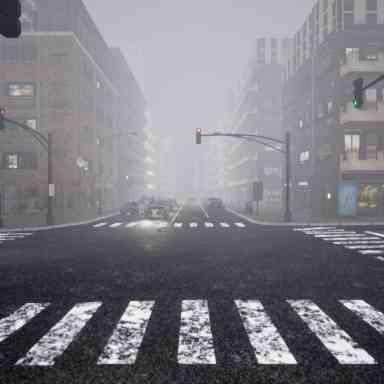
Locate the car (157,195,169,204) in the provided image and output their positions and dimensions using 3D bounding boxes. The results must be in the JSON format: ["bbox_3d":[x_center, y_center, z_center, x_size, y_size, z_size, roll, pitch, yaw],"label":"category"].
[{"bbox_3d":[-5.788,1.465,66.308,1.967,1.590,4.097,0,0,0],"label":"car"}]

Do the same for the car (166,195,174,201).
[{"bbox_3d":[-5.823,1.595,89.037,2.008,1.369,4.403,0,0,0],"label":"car"}]

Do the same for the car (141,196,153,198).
[{"bbox_3d":[-5.746,1.534,37.725,1.752,1.417,4.829,0,0,0],"label":"car"}]

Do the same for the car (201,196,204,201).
[{"bbox_3d":[2.626,1.451,43.592,1.967,1.590,4.097,0,0,0],"label":"car"}]

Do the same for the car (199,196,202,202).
[{"bbox_3d":[2.609,1.599,54.957,1.802,1.307,4.206,0,0,0],"label":"car"}]

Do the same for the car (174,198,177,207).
[{"bbox_3d":[-3.158,1.610,39.946,1.895,1.301,4.718,0,0,0],"label":"car"}]

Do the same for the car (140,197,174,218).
[{"bbox_3d":[-3.136,1.497,30.647,2.128,1.511,4.902,0,0,1],"label":"car"}]

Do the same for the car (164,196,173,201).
[{"bbox_3d":[-5.814,1.589,83.354,2.008,1.369,4.403,0,0,0],"label":"car"}]

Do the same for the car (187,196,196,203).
[{"bbox_3d":[-0.061,1.539,70.634,2.128,1.511,4.902,0,0,0],"label":"car"}]

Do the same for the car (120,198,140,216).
[{"bbox_3d":[-5.737,1.572,32.212,1.947,1.339,4.313,0,0,0],"label":"car"}]

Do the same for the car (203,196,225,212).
[{"bbox_3d":[2.634,1.448,37.910,1.967,1.590,4.097,0,0,0],"label":"car"}]

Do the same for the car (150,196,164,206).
[{"bbox_3d":[-5.771,1.457,54.943,1.967,1.590,4.097,0,0,0],"label":"car"}]

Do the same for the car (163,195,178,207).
[{"bbox_3d":[-3.161,1.578,50.035,1.994,1.385,4.181,0,0,0],"label":"car"}]

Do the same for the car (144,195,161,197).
[{"bbox_3d":[-5.755,1.326,43.578,2.192,1.841,5.009,0,0,0],"label":"car"}]
